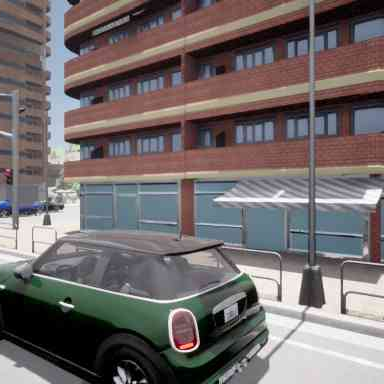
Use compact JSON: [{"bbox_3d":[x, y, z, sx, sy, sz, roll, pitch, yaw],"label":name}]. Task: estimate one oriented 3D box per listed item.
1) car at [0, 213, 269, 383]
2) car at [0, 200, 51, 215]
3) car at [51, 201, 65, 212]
[{"bbox_3d":[-1.295,1.352,4.918,4.553,1.767,2.097,0,0,36],"label":"car"},{"bbox_3d":[-15.839,1.477,30.025,1.882,1.535,5.008,0,0,36],"label":"car"},{"bbox_3d":[-16.291,1.601,35.728,1.895,1.301,4.718,0,0,36],"label":"car"}]
